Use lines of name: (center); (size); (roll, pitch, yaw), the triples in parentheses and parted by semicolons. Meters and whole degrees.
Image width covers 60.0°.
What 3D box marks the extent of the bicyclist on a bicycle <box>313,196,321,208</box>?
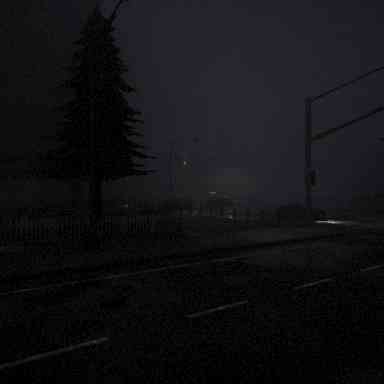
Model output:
bicyclist on a bicycle: (15.931, 1.302, 42.301); (1.656, 1.620, 0.582); (0, 0, -36)

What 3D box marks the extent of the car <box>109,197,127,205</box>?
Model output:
car: (-12.811, 1.593, 57.578); (1.994, 1.385, 4.181); (0, 0, -36)

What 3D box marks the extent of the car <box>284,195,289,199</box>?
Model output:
car: (21.363, 1.153, 81.327); (1.932, 1.855, 4.605); (0, 0, -36)

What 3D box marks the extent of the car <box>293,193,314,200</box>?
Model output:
car: (20.951, 1.395, 62.403); (1.970, 1.475, 3.806); (0, 0, -36)

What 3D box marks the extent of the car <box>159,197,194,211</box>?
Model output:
car: (-1.734, 1.477, 42.045); (1.882, 1.535, 5.008); (0, 0, -36)

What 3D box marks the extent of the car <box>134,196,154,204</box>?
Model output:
car: (-9.867, 1.562, 65.616); (1.994, 1.385, 4.181); (0, 0, -36)

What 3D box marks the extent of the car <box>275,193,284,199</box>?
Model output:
car: (19.210, 1.364, 79.725); (1.784, 1.438, 3.905); (0, 0, -36)

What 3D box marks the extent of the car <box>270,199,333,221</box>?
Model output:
car: (8.846, 1.564, 27.200); (1.994, 1.385, 4.181); (0, 0, -33)

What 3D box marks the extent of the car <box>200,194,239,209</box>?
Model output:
car: (3.809, 1.491, 46.659); (2.128, 1.511, 4.902); (0, 0, -36)

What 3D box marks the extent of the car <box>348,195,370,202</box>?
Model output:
car: (37.034, 1.364, 73.941); (1.784, 1.438, 3.905); (0, 0, -36)

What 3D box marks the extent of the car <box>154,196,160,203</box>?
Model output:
car: (-7.536, 1.547, 68.216); (2.033, 1.411, 5.357); (0, 0, -36)

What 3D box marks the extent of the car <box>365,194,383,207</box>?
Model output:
car: (26.528, 1.153, 44.983); (1.932, 1.855, 4.605); (0, 0, -36)

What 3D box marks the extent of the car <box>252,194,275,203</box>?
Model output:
car: (16.855, 1.395, 78.041); (1.970, 1.475, 3.806); (0, 0, -36)

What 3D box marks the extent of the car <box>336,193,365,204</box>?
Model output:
car: (34.641, 1.153, 72.308); (1.932, 1.855, 4.605); (0, 0, -36)

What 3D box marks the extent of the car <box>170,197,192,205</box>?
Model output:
car: (-2.087, 1.564, 60.749); (1.994, 1.385, 4.181); (0, 0, -35)
